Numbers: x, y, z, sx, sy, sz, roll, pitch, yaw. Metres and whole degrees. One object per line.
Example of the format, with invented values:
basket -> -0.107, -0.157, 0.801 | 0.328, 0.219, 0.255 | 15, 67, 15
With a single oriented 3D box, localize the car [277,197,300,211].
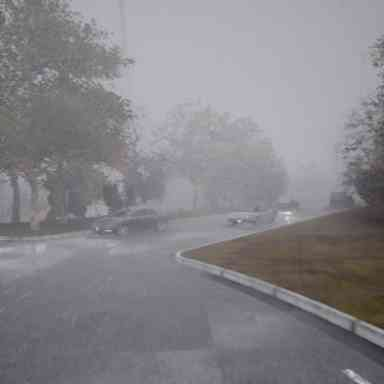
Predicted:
car -> 11.332, 1.419, 39.548 | 1.882, 1.535, 5.008 | -1, 0, 36

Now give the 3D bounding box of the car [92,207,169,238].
car -> -3.392, 1.651, 19.112 | 1.837, 1.490, 4.892 | -1, 0, 39

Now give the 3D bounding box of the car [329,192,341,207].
car -> 20.966, 1.005, 46.753 | 2.150, 2.045, 5.566 | -1, 0, 36

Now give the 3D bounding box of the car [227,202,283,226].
car -> 4.440, 1.612, 23.720 | 1.895, 1.301, 4.718 | -1, 0, 37
